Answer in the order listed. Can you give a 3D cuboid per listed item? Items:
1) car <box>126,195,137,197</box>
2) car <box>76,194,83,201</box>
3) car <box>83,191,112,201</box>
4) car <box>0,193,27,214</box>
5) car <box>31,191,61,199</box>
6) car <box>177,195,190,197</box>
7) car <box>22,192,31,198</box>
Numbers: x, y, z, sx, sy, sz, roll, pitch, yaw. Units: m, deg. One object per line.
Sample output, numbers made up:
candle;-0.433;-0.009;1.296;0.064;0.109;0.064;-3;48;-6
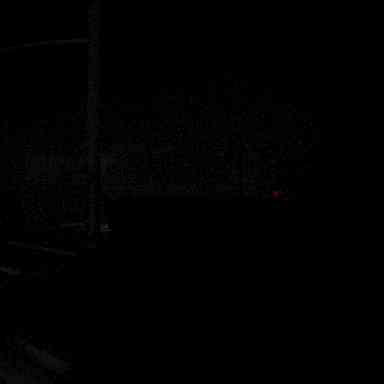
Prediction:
car;-8.272;1.115;44.429;1.970;1.475;3.806;1;0;35
car;-19.226;0.654;60.968;1.905;1.878;3.866;1;0;35
car;-16.618;0.699;59.622;1.932;1.855;4.605;1;0;35
car;-16.607;1.096;27.520;2.007;1.523;4.514;1;0;35
car;-29.660;0.625;68.373;2.152;1.636;5.027;1;0;35
car;-1.546;1.128;48.755;1.845;1.501;3.633;1;0;35
car;-35.080;0.651;71.824;1.970;1.475;3.806;1;0;35
